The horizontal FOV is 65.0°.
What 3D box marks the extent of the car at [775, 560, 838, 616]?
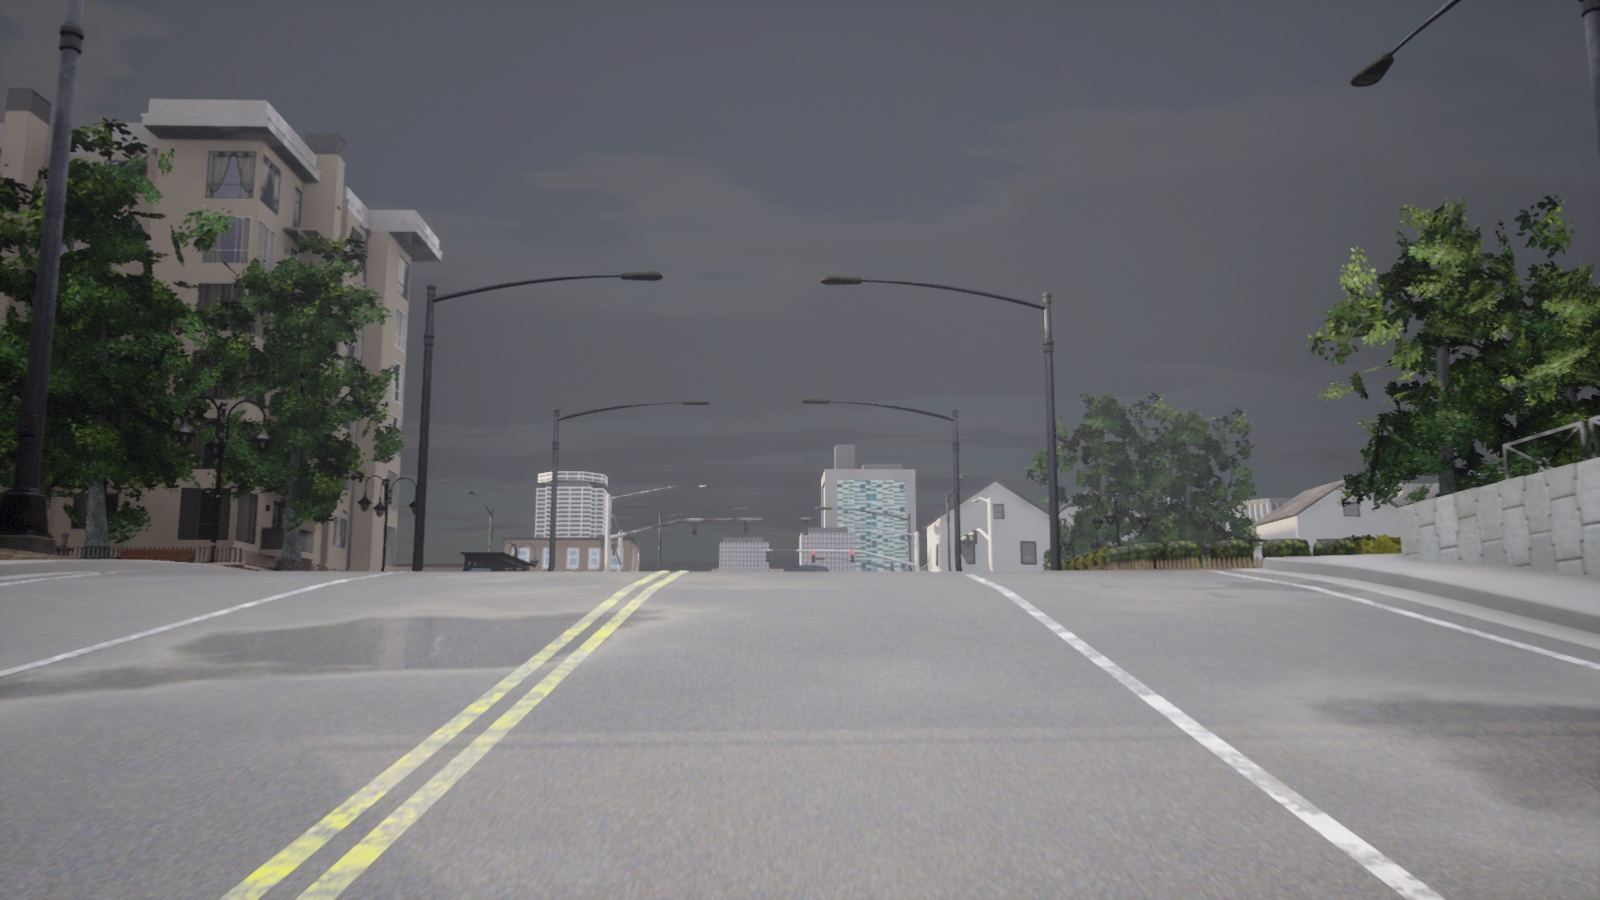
[{"bbox_3d":[0.205,4.456,40.072,1.882,1.535,5.008,0,-9,0],"label":"car"}]
